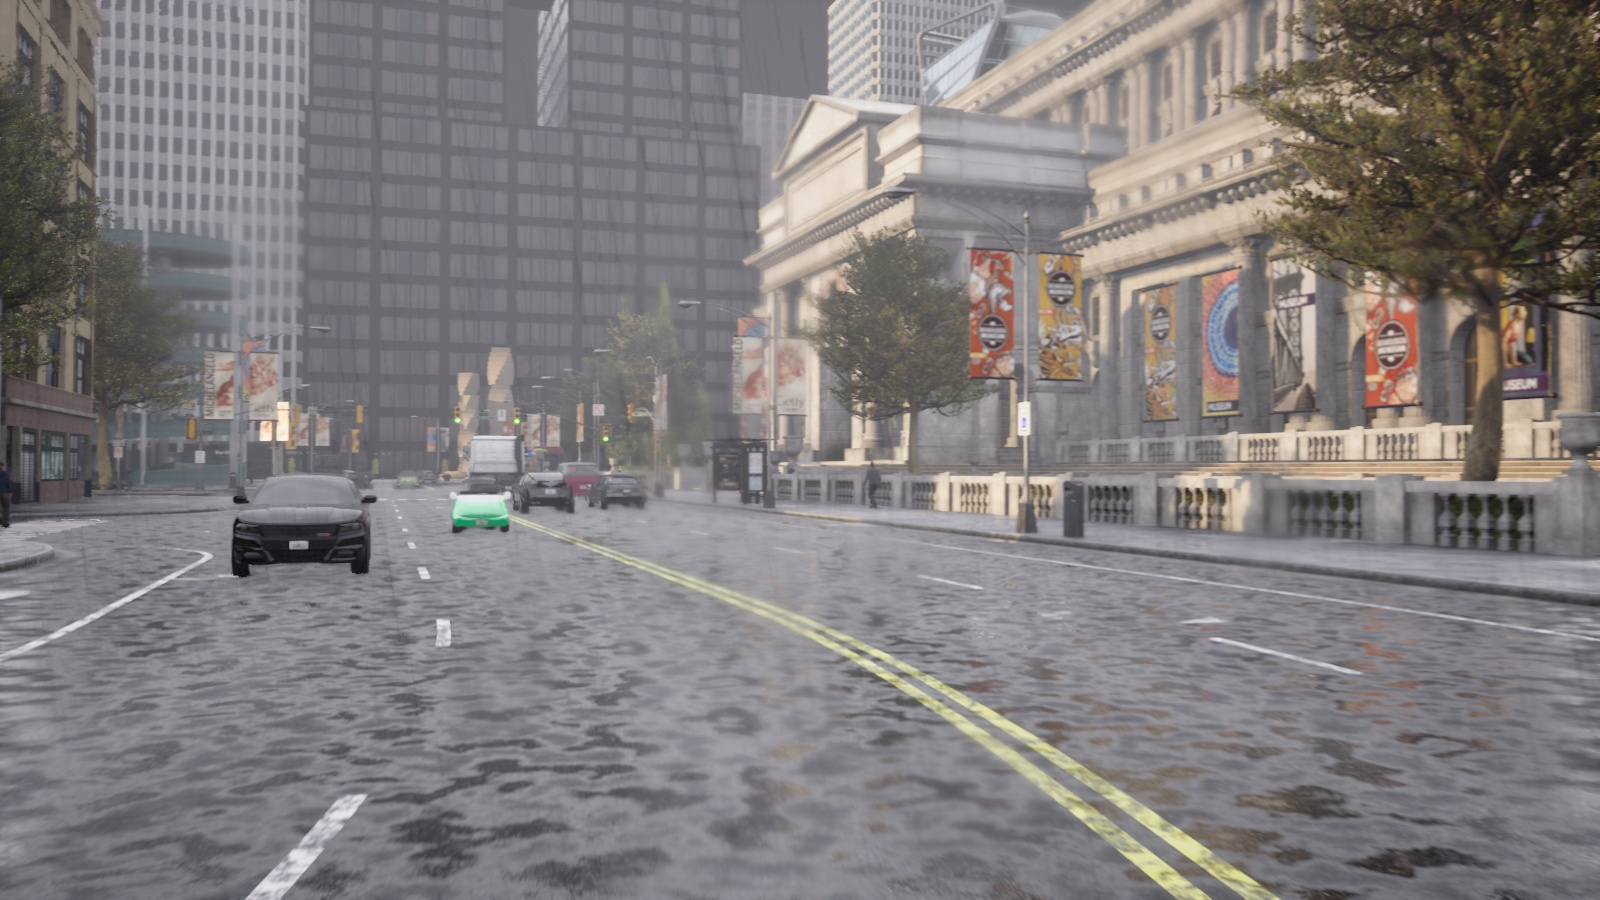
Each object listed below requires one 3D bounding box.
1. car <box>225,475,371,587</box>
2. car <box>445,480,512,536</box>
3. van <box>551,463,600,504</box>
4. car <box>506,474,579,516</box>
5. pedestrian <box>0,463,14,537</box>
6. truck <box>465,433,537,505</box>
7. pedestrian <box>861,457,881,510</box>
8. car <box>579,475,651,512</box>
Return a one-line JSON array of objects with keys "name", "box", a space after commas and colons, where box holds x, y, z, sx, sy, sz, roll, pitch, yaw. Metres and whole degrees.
[{"name": "car", "box": [-7.867, 1.168, 20.069, 1.882, 1.535, 5.008, 0, -1, -19]}, {"name": "car", "box": [-8.177, 1.444, 31.867, 1.481, 1.376, 2.207, 0, -1, -19]}, {"name": "van", "box": [-11.333, 1.682, 63.172, 1.775, 1.987, 4.442, 0, -1, -19]}, {"name": "car", "box": [-9.900, 1.667, 47.944, 2.163, 1.488, 4.792, 0, -1, -19]}, {"name": "pedestrian", "box": [-20.250, 1.255, 31.815, 0.402, 1.842, 0.726, 0, -1, -17]}, {"name": "truck", "box": [-15.462, 0.989, 64.466, 2.891, 3.462, 7.936, 0, -1, -19]}, {"name": "pedestrian", "box": [2.654, 1.243, 46.832, 0.423, 1.949, 0.788, 0, -1, -24]}, {"name": "car", "box": [-7.821, 1.784, 52.732, 2.033, 1.411, 5.357, 0, -1, -19]}]
